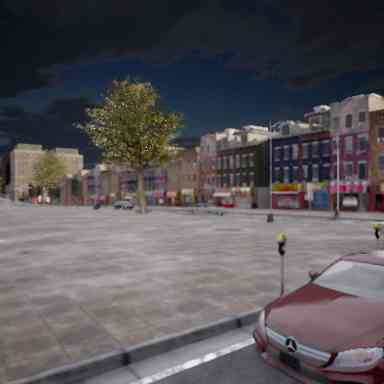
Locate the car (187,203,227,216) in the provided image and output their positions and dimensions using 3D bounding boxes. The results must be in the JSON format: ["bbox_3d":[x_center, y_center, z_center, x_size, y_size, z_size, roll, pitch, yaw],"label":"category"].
[{"bbox_3d":[1.518,1.822,34.900,1.895,1.301,4.718,0,-1,-36],"label":"car"}]

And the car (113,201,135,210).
[{"bbox_3d":[-10.711,2.129,52.057,1.837,1.490,4.892,0,-1,-36],"label":"car"}]

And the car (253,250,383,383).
[{"bbox_3d":[2.745,1.560,4.772,4.206,1.307,1.802,0,0,-36],"label":"car"}]
